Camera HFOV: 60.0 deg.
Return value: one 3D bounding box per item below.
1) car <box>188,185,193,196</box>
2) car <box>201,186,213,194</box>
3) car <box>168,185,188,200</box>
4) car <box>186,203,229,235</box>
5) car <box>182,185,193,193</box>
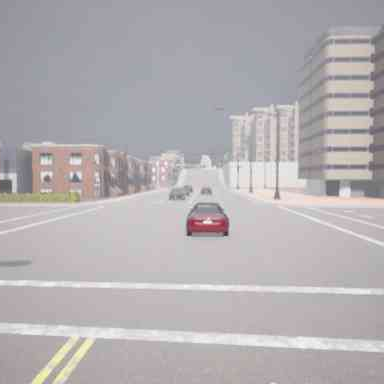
[{"bbox_3d":[-1.406,-0.084,52.175,1.994,1.385,4.181,0,2,3],"label":"car"},{"bbox_3d":[2.575,-0.379,59.246,1.812,1.442,4.674,0,2,2],"label":"car"},{"bbox_3d":[-1.841,0.215,42.201,1.837,1.490,4.892,0,2,3],"label":"car"},{"bbox_3d":[0.768,1.225,16.618,1.994,1.385,4.181,0,2,2],"label":"car"},{"bbox_3d":[-0.756,-0.659,65.762,1.882,1.535,5.008,0,2,3],"label":"car"}]
